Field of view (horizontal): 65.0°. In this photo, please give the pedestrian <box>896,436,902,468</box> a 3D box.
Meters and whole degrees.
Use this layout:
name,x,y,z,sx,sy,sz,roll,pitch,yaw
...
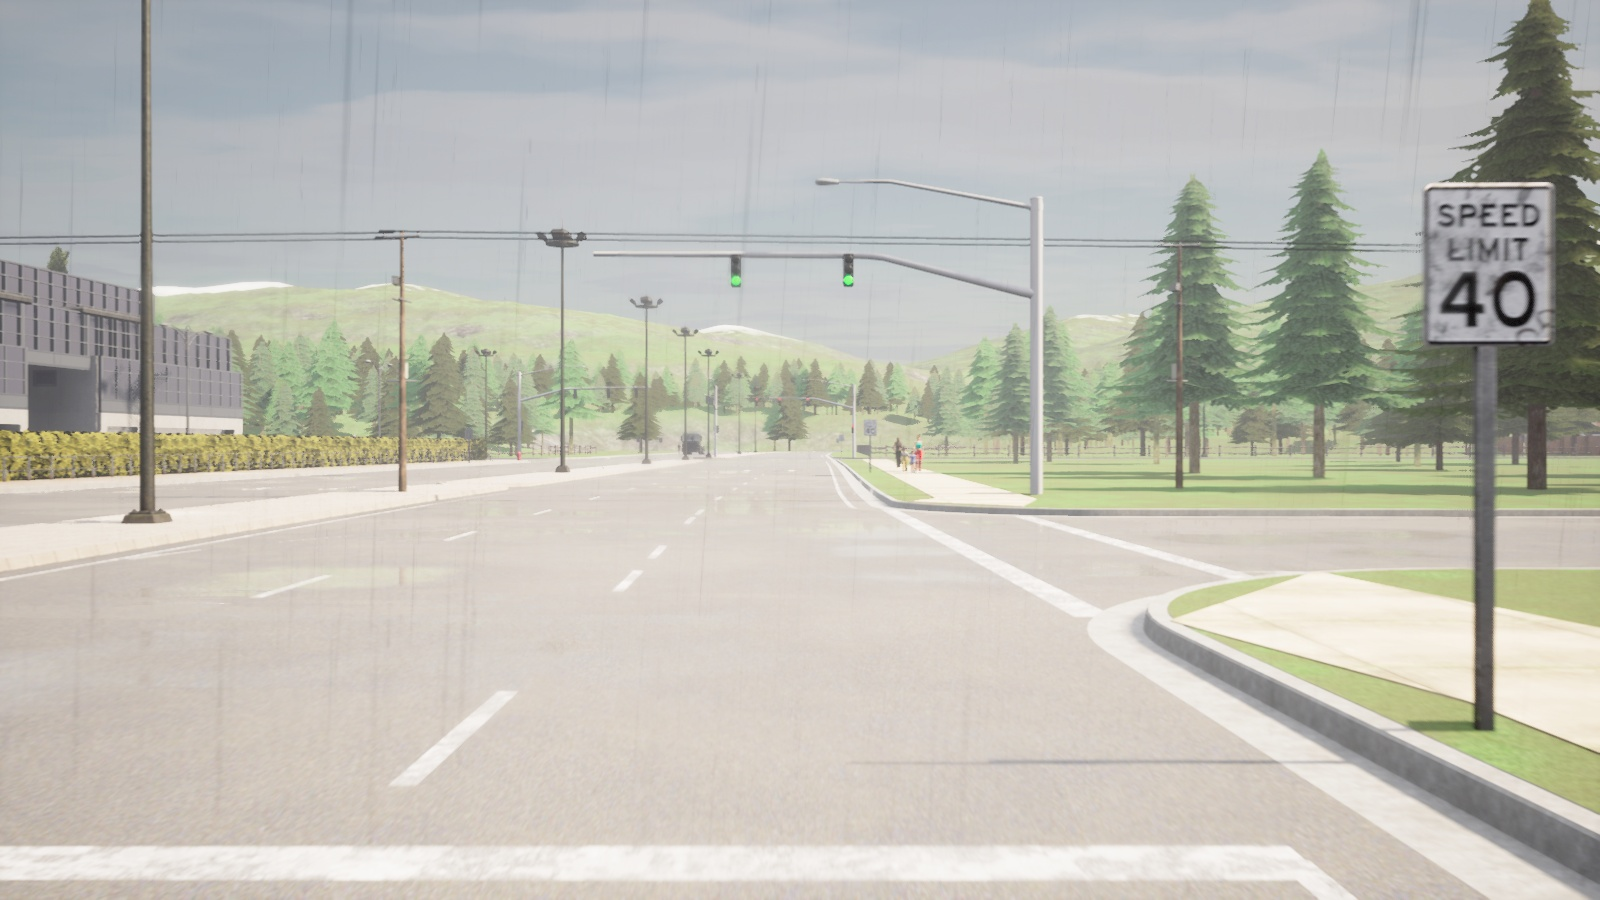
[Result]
name,x,y,z,sx,sy,sz,roll,pitch,yaw
pedestrian,5.598,0.109,70.980,0.331,1.846,0.634,0,0,2

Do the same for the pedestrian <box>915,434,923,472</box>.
name,x,y,z,sx,sy,sz,roll,pitch,yaw
pedestrian,5.826,0.147,61.450,0.345,1.836,0.594,0,0,2
